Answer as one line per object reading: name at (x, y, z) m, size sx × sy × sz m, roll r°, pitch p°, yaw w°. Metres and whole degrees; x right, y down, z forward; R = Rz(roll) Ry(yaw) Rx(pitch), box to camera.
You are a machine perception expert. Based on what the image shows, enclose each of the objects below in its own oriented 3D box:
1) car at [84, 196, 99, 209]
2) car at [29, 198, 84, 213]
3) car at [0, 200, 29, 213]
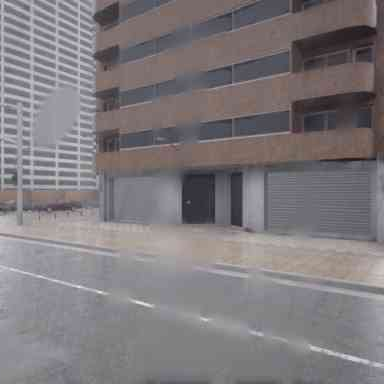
car at (-13.839, 1.564, 45.606) m, size 1.994 × 1.385 × 4.181 m, roll 0°, pitch 0°, yaw 35°
car at (-15.161, 1.477, 37.566) m, size 1.882 × 1.535 × 5.008 m, roll 0°, pitch 0°, yaw 35°
car at (-19.532, 1.547, 37.405) m, size 2.033 × 1.411 × 5.357 m, roll 0°, pitch 0°, yaw 35°
